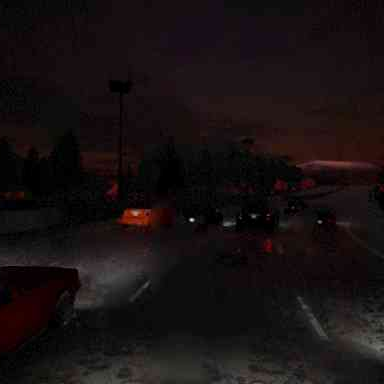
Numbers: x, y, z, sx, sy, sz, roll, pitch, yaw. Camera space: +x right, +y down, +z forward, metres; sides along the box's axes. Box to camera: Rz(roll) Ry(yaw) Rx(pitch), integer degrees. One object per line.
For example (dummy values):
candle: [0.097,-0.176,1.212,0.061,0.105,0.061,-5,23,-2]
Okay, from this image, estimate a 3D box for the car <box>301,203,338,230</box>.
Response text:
car: [8.399,1.568,21.628,1.812,1.442,4.674,0,0,23]

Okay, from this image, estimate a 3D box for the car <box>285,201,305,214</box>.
car: [11.086,1.605,34.863,2.033,1.411,5.357,0,0,28]

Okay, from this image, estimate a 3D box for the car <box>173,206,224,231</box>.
car: [0.674,1.574,20.991,1.994,1.385,4.181,0,0,20]

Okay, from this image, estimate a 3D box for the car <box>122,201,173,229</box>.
car: [-2.681,1.349,21.931,2.097,1.767,4.553,0,0,19]

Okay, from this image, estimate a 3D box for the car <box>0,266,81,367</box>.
car: [-3.109,1.590,4.036,1.895,1.301,4.718,0,0,4]

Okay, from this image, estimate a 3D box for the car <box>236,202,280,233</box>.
car: [4.109,1.378,20.225,2.097,1.767,4.553,0,0,20]

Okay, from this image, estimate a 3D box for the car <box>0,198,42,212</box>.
car: [-13.184,1.307,24.198,2.097,1.767,4.553,0,0,19]
